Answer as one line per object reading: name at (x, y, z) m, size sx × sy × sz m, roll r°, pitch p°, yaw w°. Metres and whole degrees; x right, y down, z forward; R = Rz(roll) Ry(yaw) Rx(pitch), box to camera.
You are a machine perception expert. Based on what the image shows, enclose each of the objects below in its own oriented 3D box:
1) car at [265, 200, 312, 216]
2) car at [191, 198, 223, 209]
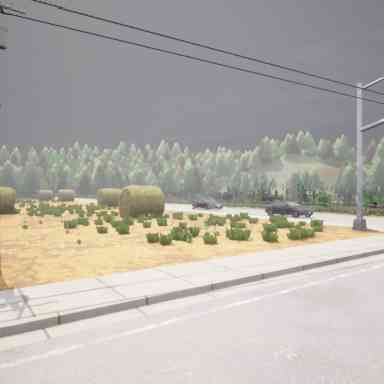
car at (8.572, 1.491, 29.782) m, size 1.812 × 1.442 × 4.674 m, roll 0°, pitch 0°, yaw -33°
car at (1.796, 1.457, 40.313) m, size 2.128 × 1.511 × 4.902 m, roll 0°, pitch 0°, yaw -33°
